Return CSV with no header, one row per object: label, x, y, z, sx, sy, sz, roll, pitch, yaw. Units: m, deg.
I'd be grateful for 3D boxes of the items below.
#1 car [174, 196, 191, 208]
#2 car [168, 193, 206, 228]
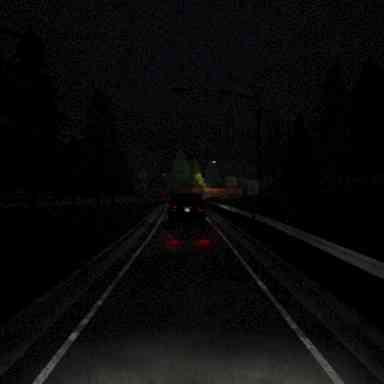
car,-1.211,1.251,41.789,1.994,1.385,4.181,0,0,-2
car,-0.349,1.064,20.994,2.150,2.045,5.566,0,1,-2
